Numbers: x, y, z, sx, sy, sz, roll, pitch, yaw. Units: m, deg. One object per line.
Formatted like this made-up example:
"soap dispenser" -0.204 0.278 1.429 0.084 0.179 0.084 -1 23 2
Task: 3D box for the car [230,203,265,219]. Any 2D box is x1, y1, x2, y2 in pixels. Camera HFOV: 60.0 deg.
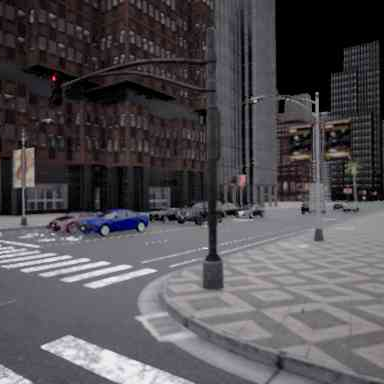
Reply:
"car" 6.738 2.211 38.136 2.128 1.511 4.902 -1 -1 35

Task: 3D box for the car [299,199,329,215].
"car" 17.043 2.100 46.806 2.150 2.045 5.566 -1 -1 36

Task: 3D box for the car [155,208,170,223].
"car" -2.157 2.195 31.178 1.895 1.301 4.718 -1 -1 35

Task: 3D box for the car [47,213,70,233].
"car" -7.830 2.015 23.128 1.994 1.385 4.181 -1 -1 36

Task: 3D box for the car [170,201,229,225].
"car" 0.808 1.791 29.749 2.150 2.045 5.566 -1 -1 35

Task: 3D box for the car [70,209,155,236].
"car" -4.967 1.901 21.556 1.882 1.535 5.008 -1 -1 35

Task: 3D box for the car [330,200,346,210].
"car" 27.483 2.659 61.605 1.837 1.490 4.892 -1 -1 35

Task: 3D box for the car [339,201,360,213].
"car" 25.315 2.540 52.874 2.033 1.411 5.357 -1 -1 34
